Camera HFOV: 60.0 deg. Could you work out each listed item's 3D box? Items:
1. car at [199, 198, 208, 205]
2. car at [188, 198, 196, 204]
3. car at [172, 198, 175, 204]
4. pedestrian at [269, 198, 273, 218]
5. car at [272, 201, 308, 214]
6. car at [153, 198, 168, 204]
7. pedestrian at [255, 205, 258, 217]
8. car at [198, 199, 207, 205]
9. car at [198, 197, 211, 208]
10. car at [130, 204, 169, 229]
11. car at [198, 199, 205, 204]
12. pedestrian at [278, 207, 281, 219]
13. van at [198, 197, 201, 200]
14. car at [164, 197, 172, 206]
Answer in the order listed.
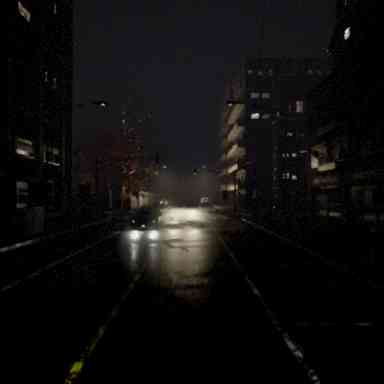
[{"bbox_3d":[2.667,2.330,80.325,1.967,1.590,4.097,0,-1,0],"label":"car"},{"bbox_3d":[-0.028,2.498,86.101,2.033,1.411,5.357,0,-1,0],"label":"car"},{"bbox_3d":[-5.711,2.137,74.694,2.192,1.841,5.009,0,-1,0],"label":"car"},{"bbox_3d":[7.125,1.473,30.283,0.375,1.860,0.375,0,-1,0],"label":"pedestrian"},{"bbox_3d":[13.451,2.081,45.485,5.009,1.841,2.192,1,-2,-1],"label":"car"},{"bbox_3d":[-5.706,2.189,57.801,1.947,1.339,4.313,0,-1,0],"label":"car"},{"bbox_3d":[6.125,1.848,31.478,0.500,1.100,0.500,0,-1,0],"label":"pedestrian"},{"bbox_3d":[2.665,2.509,85.953,2.008,1.369,4.403,0,-1,0],"label":"car"},{"bbox_3d":[2.672,2.233,63.433,1.887,1.381,4.507,0,-1,0],"label":"car"},{"bbox_3d":[-3.062,1.793,23.707,2.033,1.411,5.357,0,-1,0],"label":"car"},{"bbox_3d":[2.663,2.572,91.583,1.887,1.381,4.507,0,-1,0],"label":"car"},{"bbox_3d":[8.125,1.891,30.877,0.500,1.100,0.500,0,-1,0],"label":"pedestrian"},{"bbox_3d":[2.671,2.095,69.066,1.690,1.788,3.998,0,-1,0],"label":"van"},{"bbox_3d":[-5.709,2.278,68.892,1.752,1.417,4.829,0,-1,0],"label":"car"}]
